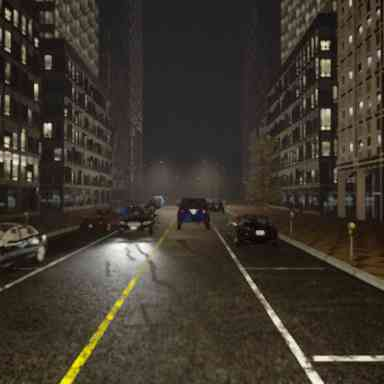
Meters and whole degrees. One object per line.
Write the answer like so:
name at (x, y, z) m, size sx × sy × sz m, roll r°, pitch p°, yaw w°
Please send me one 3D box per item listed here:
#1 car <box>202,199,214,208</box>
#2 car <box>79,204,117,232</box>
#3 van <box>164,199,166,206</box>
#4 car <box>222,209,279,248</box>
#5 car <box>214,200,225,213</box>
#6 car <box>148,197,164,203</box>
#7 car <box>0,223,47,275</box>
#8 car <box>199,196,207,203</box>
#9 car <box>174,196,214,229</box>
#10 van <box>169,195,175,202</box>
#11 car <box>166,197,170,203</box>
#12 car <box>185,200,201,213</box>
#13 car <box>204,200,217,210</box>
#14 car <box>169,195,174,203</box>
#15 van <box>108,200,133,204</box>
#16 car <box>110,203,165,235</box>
car at (2.691, 1.842, 55.219) m, size 1.752 × 1.417 × 4.829 m, roll 0°, pitch 0°, yaw 0°
car at (-5.688, 1.670, 20.910) m, size 1.887 × 1.381 × 4.507 m, roll 0°, pitch 0°, yaw 0°
van at (-5.688, 1.657, 55.065) m, size 1.690 × 1.788 × 3.998 m, roll 0°, pitch 0°, yaw 0°
car at (2.693, 1.657, 15.206) m, size 1.947 × 1.339 × 4.313 m, roll 0°, pitch 0°, yaw 0°
car at (2.693, 1.663, 37.973) m, size 1.967 × 1.590 × 4.097 m, roll 0°, pitch 0°, yaw 0°
car at (-5.689, 1.725, 49.371) m, size 1.967 × 1.590 × 4.097 m, roll 0°, pitch 0°, yaw 0°
car at (-5.688, 1.609, 9.526) m, size 2.008 × 1.369 × 4.403 m, roll 0°, pitch 0°, yaw 0°
car at (2.691, 1.909, 83.508) m, size 1.967 × 1.590 × 4.097 m, roll 0°, pitch 0°, yaw 0°
car at (0.098, 1.360, 23.182) m, size 2.150 × 2.045 × 5.566 m, roll 0°, pitch 0°, yaw 0°
van at (-5.690, 1.869, 94.909) m, size 1.690 × 1.788 × 3.998 m, roll 0°, pitch 0°, yaw 0°
car at (-5.690, 1.913, 60.756) m, size 1.947 × 1.339 × 4.313 m, roll 0°, pitch 0°, yaw 0°
car at (0.097, 1.746, 41.598) m, size 1.837 × 1.490 × 4.892 m, roll 0°, pitch -1°, yaw 0°
car at (2.691, 1.867, 49.357) m, size 1.802 × 1.307 × 4.206 m, roll 0°, pitch 0°, yaw 0°
car at (-5.690, 1.993, 83.353) m, size 1.752 × 1.417 × 4.829 m, roll 0°, pitch 0°, yaw 0°
van at (-5.687, 1.499, 26.604) m, size 1.690 × 1.788 × 3.998 m, roll 0°, pitch 0°, yaw 0°
car at (-3.003, 1.613, 19.589) m, size 2.128 × 1.511 × 4.902 m, roll 0°, pitch 0°, yaw 0°
